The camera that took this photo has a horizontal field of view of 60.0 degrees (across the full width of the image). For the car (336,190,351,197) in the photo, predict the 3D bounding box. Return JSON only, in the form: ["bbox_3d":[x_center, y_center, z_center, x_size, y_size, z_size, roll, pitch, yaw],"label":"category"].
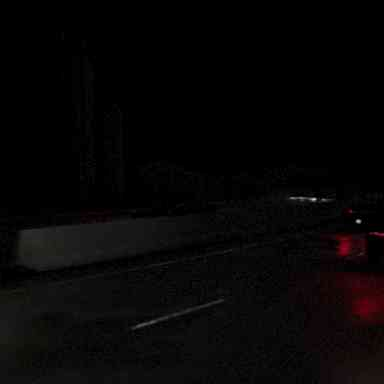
[{"bbox_3d":[23.081,0.425,50.833,1.994,1.385,4.181,-1,1,23],"label":"car"}]

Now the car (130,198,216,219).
[{"bbox_3d":[-0.919,1.285,17.093,4.902,1.511,2.128,-2,1,-42],"label":"car"}]

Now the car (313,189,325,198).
[{"bbox_3d":[22.055,0.294,57.805,1.837,1.490,4.892,-1,1,20],"label":"car"}]

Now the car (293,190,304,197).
[{"bbox_3d":[20.308,0.273,63.671,1.812,1.442,4.674,-1,1,16],"label":"car"}]

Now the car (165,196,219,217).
[{"bbox_3d":[0.079,1.156,27.832,1.812,1.442,4.674,0,1,42],"label":"car"}]

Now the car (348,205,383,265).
[{"bbox_3d":[6.734,1.231,9.627,4.902,1.511,2.128,-2,1,-42],"label":"car"}]

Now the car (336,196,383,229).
[{"bbox_3d":[9.342,1.080,17.049,2.128,1.511,4.902,0,1,44],"label":"car"}]
